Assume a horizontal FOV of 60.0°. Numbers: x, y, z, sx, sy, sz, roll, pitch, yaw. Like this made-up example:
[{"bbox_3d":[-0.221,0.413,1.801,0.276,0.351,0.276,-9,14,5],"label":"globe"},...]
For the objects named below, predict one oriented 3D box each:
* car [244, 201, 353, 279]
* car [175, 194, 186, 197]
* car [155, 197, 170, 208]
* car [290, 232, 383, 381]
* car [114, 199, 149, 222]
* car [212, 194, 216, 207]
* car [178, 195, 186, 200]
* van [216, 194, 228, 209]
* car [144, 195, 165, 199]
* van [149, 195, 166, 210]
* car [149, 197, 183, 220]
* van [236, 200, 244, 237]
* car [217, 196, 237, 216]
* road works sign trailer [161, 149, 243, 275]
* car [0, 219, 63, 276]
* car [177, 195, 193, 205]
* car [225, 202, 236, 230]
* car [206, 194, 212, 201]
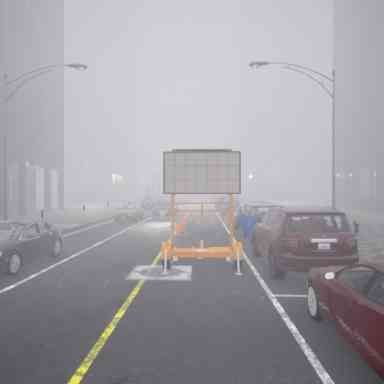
[{"bbox_3d":[3.065,1.314,9.903,2.192,1.841,5.009,0,0,2],"label":"car"},{"bbox_3d":[-3.231,1.336,81.389,2.192,1.841,5.009,0,0,2],"label":"car"},{"bbox_3d":[-4.258,1.525,48.671,1.752,1.417,4.829,0,0,2],"label":"car"},{"bbox_3d":[2.893,1.544,4.380,1.887,1.381,4.507,0,0,2],"label":"car"},{"bbox_3d":[-4.955,1.524,26.583,1.752,1.417,4.829,0,0,2],"label":"car"},{"bbox_3d":[4.098,1.314,43.039,2.192,1.841,5.009,0,0,2],"label":"car"},{"bbox_3d":[-2.876,1.600,92.670,1.947,1.339,4.313,0,0,2],"label":"car"},{"bbox_3d":[3.926,1.340,37.516,1.690,1.788,3.998,0,0,2],"label":"van"},{"bbox_3d":[-4.602,1.313,37.797,2.192,1.841,5.009,0,0,2],"label":"car"},{"bbox_3d":[-4.427,1.340,43.319,1.690,1.788,3.998,0,0,2],"label":"van"},{"bbox_3d":[-2.230,1.490,28.258,2.128,1.511,4.902,0,0,2],"label":"car"},{"bbox_3d":[3.237,1.340,15.425,1.690,1.788,3.998,0,0,2],"label":"van"},{"bbox_3d":[3.754,1.439,31.994,1.967,1.590,4.097,0,0,2],"label":"car"},{"bbox_3d":[0.311,0.463,10.457,2.380,3.560,2.880,0,0,2],"label":"road works sign trailer"},{"bbox_3d":[-5.472,1.550,10.186,2.008,1.369,4.403,0,0,2],"label":"car"},{"bbox_3d":[-1.149,1.635,59.498,1.895,1.301,4.718,0,0,2],"label":"car"},{"bbox_3d":[3.410,1.550,20.949,2.008,1.369,4.403,0,0,2],"label":"car"},{"bbox_3d":[5.290,1.335,81.112,2.192,1.841,5.009,0,0,2],"label":"car"}]
